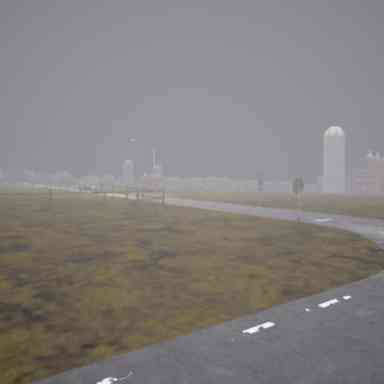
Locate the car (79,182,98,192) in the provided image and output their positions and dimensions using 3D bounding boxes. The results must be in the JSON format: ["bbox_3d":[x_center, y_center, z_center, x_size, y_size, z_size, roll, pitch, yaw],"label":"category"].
[{"bbox_3d":[-16.127,-0.864,51.698,2.128,1.511,4.902,1,2,-36],"label":"car"}]
